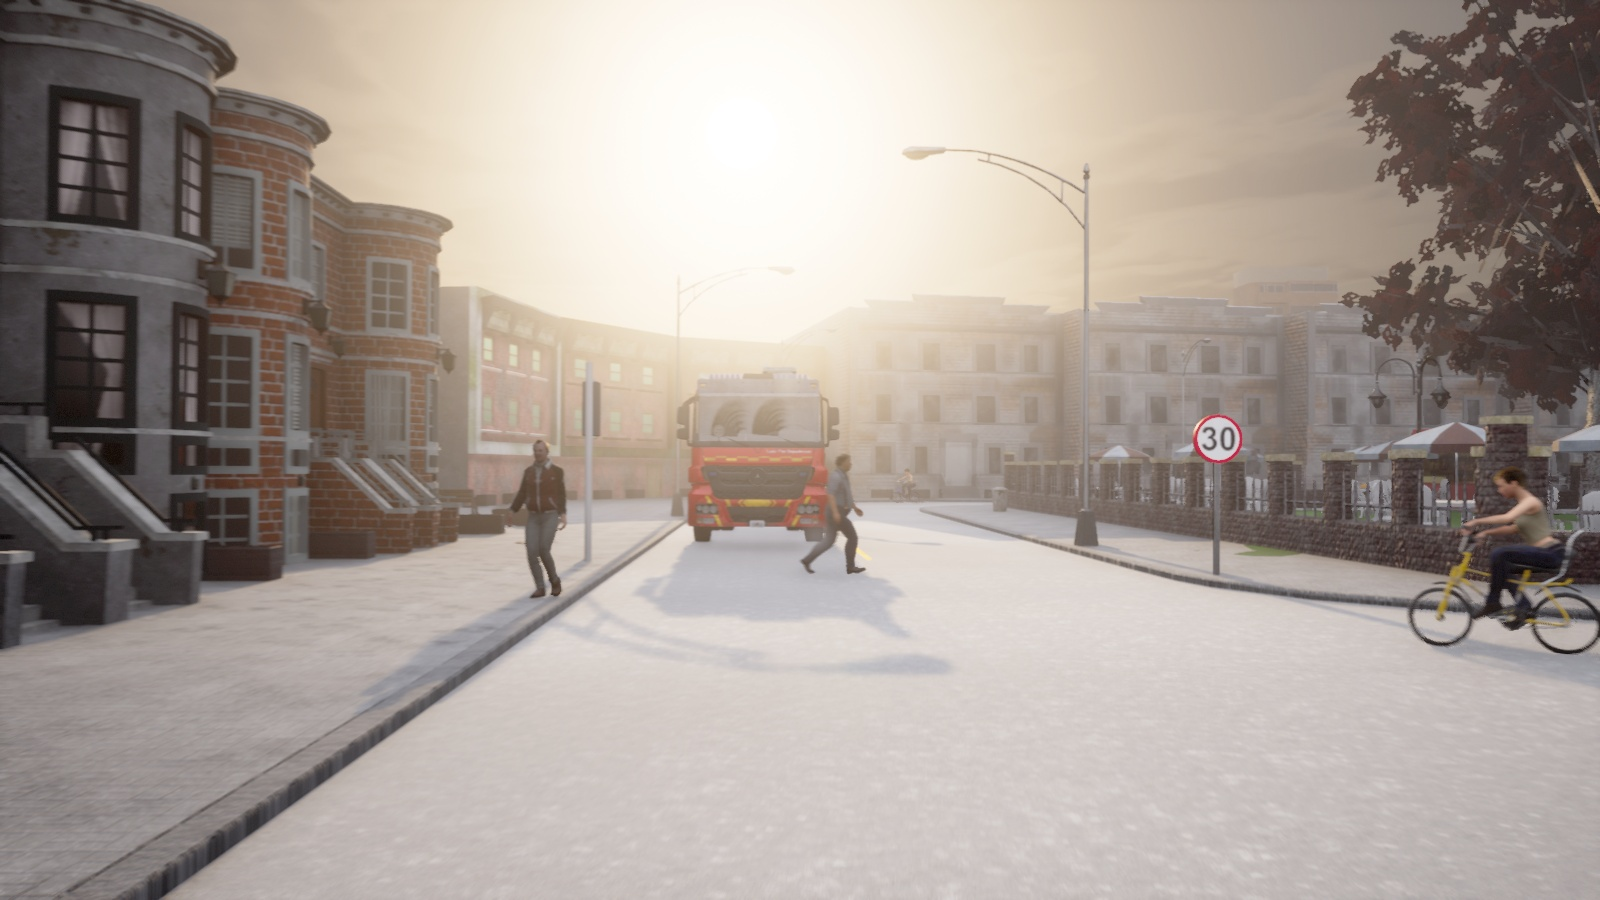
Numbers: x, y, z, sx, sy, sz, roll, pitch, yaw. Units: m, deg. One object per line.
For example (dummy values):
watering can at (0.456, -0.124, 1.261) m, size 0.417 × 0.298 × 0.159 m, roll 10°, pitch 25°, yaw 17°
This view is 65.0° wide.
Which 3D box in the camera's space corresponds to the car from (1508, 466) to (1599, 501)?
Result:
car at (34.571, 1.506, 56.349) m, size 4.514 × 1.525 × 2.007 m, roll 0°, pitch -1°, yaw -2°

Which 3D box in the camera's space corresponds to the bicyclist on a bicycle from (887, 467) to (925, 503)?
bicyclist on a bicycle at (4.936, 1.636, 58.556) m, size 1.509 × 1.612 × 0.866 m, roll 0°, pitch 1°, yaw -24°

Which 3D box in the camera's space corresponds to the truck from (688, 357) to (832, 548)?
truck at (-0.894, 0.105, 29.475) m, size 2.891 × 3.827 × 8.468 m, roll 0°, pitch -1°, yaw -1°

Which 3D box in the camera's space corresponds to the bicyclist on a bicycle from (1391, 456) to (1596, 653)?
bicyclist on a bicycle at (6.067, 0.898, 11.050) m, size 1.509 × 1.612 × 0.866 m, roll -1°, pitch -6°, yaw 29°

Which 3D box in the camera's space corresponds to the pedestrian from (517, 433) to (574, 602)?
pedestrian at (-2.867, 0.751, 14.184) m, size 0.376 × 1.854 × 0.720 m, roll 0°, pitch -1°, yaw 12°

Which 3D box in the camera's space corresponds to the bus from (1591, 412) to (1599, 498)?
bus at (44.573, 0.214, 60.674) m, size 10.273 × 4.253 × 3.944 m, roll 0°, pitch -1°, yaw -2°

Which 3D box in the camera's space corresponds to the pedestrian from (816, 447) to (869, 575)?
pedestrian at (0.631, 0.885, 18.453) m, size 0.694 × 1.848 × 0.540 m, roll 0°, pitch -1°, yaw 11°
